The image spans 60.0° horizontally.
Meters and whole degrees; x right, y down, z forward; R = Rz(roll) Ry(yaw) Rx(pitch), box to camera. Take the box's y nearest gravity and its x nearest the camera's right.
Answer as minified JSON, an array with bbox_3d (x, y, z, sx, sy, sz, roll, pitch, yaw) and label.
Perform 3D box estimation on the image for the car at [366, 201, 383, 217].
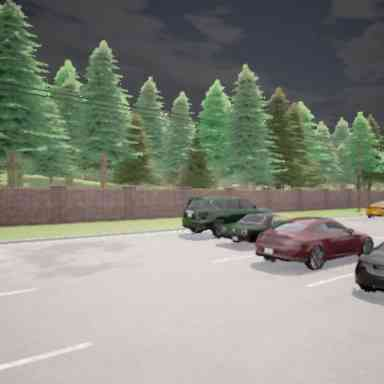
[{"bbox_3d":[16.989,1.524,28.691,5.008,1.535,1.882,0,0,-35],"label":"car"}]

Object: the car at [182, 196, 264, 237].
[{"bbox_3d":[2.070,1.247,18.092,5.566,2.045,2.150,0,0,-35],"label":"car"}]

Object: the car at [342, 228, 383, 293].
[{"bbox_3d":[5.671,1.577,7.768,4.181,1.385,1.994,0,0,-35],"label":"car"}]

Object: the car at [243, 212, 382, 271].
[{"bbox_3d":[4.090,1.543,10.955,4.674,1.442,1.812,0,0,-36],"label":"car"}]

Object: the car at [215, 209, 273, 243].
[{"bbox_3d":[3.570,1.623,14.864,4.718,1.301,1.895,0,0,-35],"label":"car"}]
